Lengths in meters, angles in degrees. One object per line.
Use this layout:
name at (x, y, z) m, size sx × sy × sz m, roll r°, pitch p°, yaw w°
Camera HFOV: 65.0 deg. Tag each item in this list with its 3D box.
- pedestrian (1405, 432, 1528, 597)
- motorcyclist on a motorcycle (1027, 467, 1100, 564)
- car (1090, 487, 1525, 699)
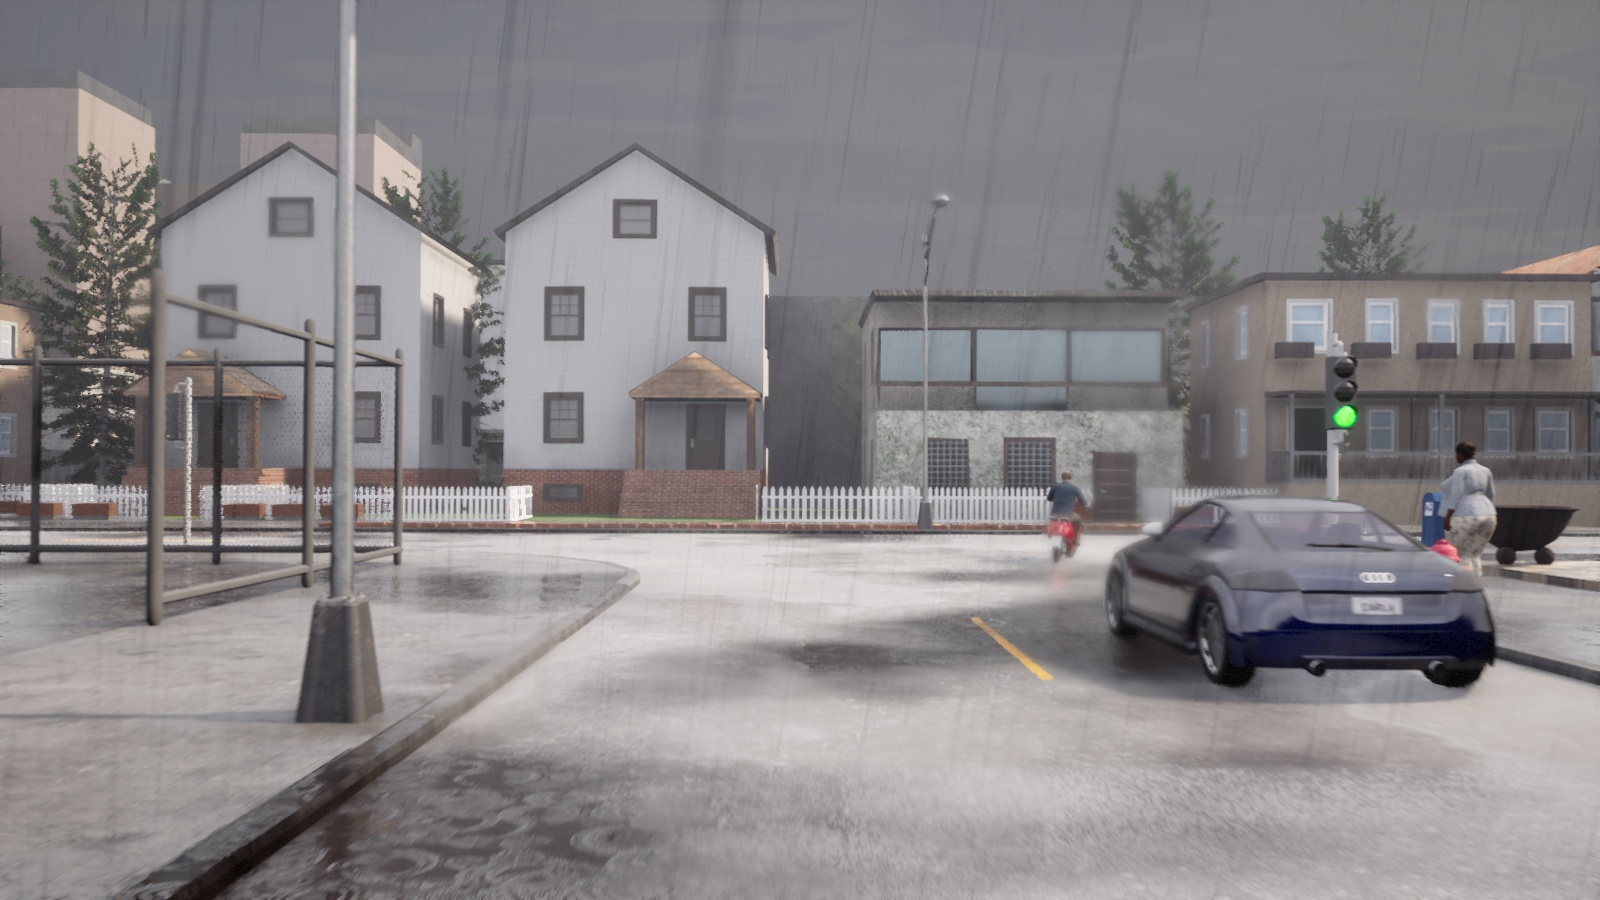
pedestrian at (7.803, 0.738, 14.733) m, size 0.874 × 1.855 × 0.900 m, roll 0°, pitch -1°, yaw -22°
motorcyclist on a motorcycle at (4.679, 1.124, 22.220) m, size 0.866 × 1.590 × 1.817 m, roll 2°, pitch 0°, yaw 23°
car at (3.966, 1.043, 10.709) m, size 1.994 × 1.385 × 4.181 m, roll 0°, pitch -1°, yaw 0°
